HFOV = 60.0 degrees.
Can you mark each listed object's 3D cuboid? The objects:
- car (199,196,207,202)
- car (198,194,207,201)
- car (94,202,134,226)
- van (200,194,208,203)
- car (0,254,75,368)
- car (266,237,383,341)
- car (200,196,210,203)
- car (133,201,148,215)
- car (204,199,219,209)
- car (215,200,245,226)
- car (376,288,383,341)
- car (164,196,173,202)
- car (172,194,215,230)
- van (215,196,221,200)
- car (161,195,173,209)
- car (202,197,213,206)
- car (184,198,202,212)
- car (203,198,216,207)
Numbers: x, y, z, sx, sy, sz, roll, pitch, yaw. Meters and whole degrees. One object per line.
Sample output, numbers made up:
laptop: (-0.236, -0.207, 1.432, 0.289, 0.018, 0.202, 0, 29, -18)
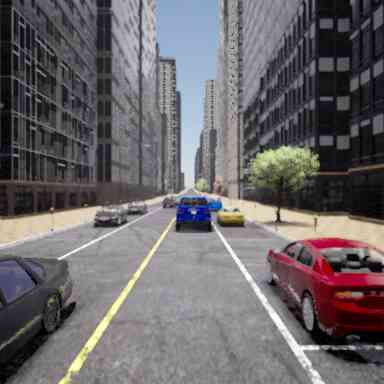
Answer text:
car: (2.702, 1.617, 80.664, 1.887, 1.381, 4.507, 0, 0, 0)
car: (2.703, 1.382, 86.361, 2.192, 1.841, 5.009, 0, 0, 0)
car: (-5.689, 1.594, 23.692, 2.008, 1.369, 4.403, 0, 0, 0)
van: (2.701, 1.416, 74.966, 1.690, 1.788, 3.998, 0, 0, 0)
car: (-3.102, 1.556, 3.956, 2.033, 1.411, 5.357, 0, 0, 0)
car: (2.689, 1.559, 6.598, 1.887, 1.381, 4.507, 0, 0, 0)
car: (2.700, 1.626, 69.268, 2.008, 1.369, 4.403, 0, 0, 0)
car: (-5.686, 1.608, 35.086, 2.008, 1.369, 4.403, 0, 0, 0)
car: (2.696, 1.647, 46.479, 1.802, 1.307, 4.206, 0, 0, 0)
car: (2.692, 1.569, 23.859, 1.752, 1.417, 4.829, 0, 0, 0)
car: (2.688, 1.568, 0.900, 1.947, 1.339, 4.313, 0, 0, 0)
car: (-5.678, 1.654, 80.666, 1.802, 1.307, 4.206, 0, 0, 0)
car: (0.105, 1.263, 21.680, 2.150, 2.045, 5.566, 0, 0, 0)
van: (2.695, 1.403, 40.782, 1.690, 1.788, 3.998, 0, 0, 0)
car: (-3.078, 1.569, 45.903, 1.837, 1.490, 4.892, 0, 0, 0)
car: (2.698, 1.596, 58.043, 1.752, 1.417, 4.829, 0, 0, 0)
car: (0.105, 1.554, 41.605, 2.128, 1.511, 4.902, 0, 0, 0)
car: (2.697, 1.650, 52.176, 1.802, 1.307, 4.206, 0, 0, 0)
